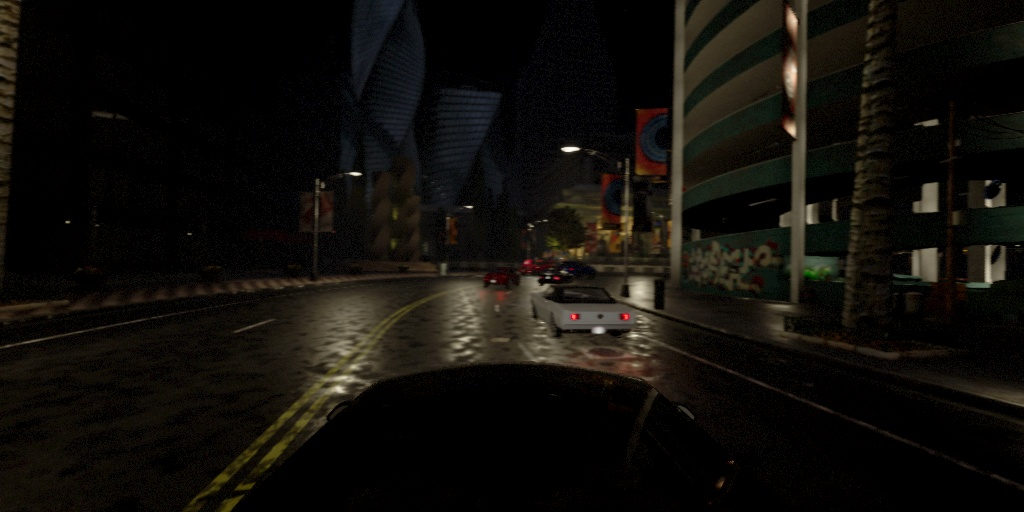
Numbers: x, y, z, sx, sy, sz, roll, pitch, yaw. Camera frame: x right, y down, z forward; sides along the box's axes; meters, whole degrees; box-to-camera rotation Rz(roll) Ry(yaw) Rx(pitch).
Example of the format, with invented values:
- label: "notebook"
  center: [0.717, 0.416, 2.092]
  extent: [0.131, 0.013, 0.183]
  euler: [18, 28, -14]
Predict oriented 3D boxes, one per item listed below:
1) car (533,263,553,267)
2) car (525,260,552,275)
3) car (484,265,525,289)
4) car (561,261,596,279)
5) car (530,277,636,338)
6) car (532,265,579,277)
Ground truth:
- label: "car"
  center: [5.092, 1.904, 44.249]
  extent: [1.812, 1.442, 4.674]
  euler: [1, -1, 42]
- label: "car"
  center: [3.361, 1.601, 47.580]
  extent: [2.150, 2.045, 5.566]
  euler: [1, -1, 44]
- label: "car"
  center: [-0.675, 1.560, 26.423]
  extent: [1.812, 1.442, 4.674]
  euler: [1, -1, 15]
- label: "car"
  center: [7.590, 1.621, 41.348]
  extent: [2.150, 2.045, 5.566]
  euler: [0, -1, 41]
- label: "car"
  center: [1.795, 1.500, 10.772]
  extent: [1.895, 1.301, 4.718]
  euler: [1, -1, -7]
- label: "car"
  center: [3.604, 1.706, 28.803]
  extent: [2.033, 1.411, 5.357]
  euler: [1, -1, 22]
